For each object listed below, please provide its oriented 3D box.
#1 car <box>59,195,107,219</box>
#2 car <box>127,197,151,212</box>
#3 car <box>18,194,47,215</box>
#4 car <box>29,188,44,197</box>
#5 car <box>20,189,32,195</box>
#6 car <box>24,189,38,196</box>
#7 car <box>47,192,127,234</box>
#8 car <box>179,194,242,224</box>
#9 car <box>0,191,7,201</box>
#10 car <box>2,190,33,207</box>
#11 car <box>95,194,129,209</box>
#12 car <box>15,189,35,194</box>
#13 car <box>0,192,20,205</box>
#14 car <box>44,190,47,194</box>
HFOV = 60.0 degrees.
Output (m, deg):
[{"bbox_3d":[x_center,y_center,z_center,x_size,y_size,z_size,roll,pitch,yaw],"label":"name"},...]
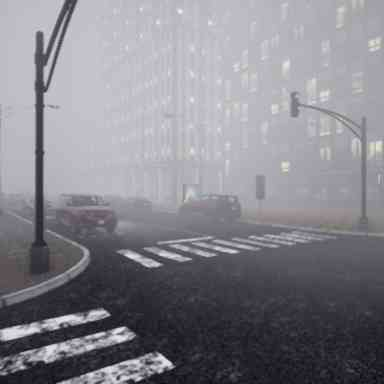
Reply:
[{"bbox_3d":[-8.434,1.038,25.450,2.128,1.511,4.902,0,1,-36],"label":"car"},{"bbox_3d":[-5.366,1.077,31.101,1.947,1.339,4.313,1,0,-36],"label":"car"},{"bbox_3d":[-12.110,1.072,26.127,1.802,1.307,4.206,2,0,-36],"label":"car"},{"bbox_3d":[-31.432,0.110,67.013,1.967,1.590,4.097,1,0,-36],"label":"car"},{"bbox_3d":[-37.953,0.002,75.992,1.887,1.381,4.507,2,0,-36],"label":"car"},{"bbox_3d":[-34.694,0.109,71.503,1.887,1.381,4.507,2,0,-36],"label":"car"},{"bbox_3d":[-5.587,1.011,17.151,2.192,1.841,5.009,2,0,-36],"label":"car"},{"bbox_3d":[1.158,1.032,22.123,2.192,1.841,5.009,1,0,-36],"label":"car"},{"bbox_3d":[-28.400,0.511,48.568,1.887,1.381,4.507,2,0,-36],"label":"car"},{"bbox_3d":[-18.626,0.832,35.103,2.008,1.369,4.403,2,0,-36],"label":"car"},{"bbox_3d":[-8.625,0.973,35.590,1.947,1.339,4.313,1,0,-36],"label":"car"},{"bbox_3d":[-22.197,0.597,44.535,2.128,1.511,4.902,0,1,-36],"label":"car"},{"bbox_3d":[-21.884,0.759,39.591,1.802,1.307,4.206,2,0,-36],"label":"car"},{"bbox_3d":[-28.177,0.321,62.525,1.887,1.381,4.507,1,0,-36],"label":"car"}]
